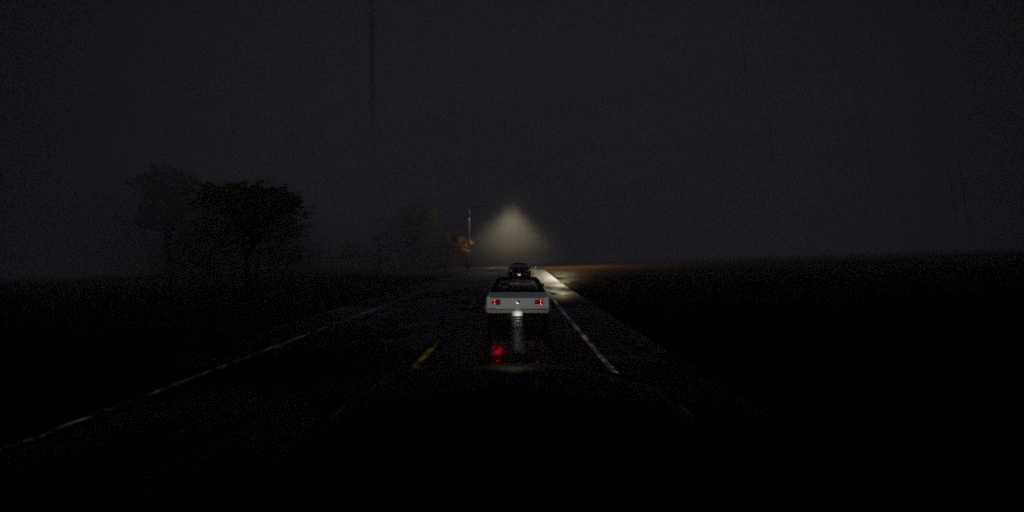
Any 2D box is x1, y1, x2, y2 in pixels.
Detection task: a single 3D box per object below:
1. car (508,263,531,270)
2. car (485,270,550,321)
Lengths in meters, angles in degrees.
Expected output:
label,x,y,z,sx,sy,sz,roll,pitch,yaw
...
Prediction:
label,x,y,z,sx,sy,sz,roll,pitch,yaw
car,0.632,1.271,30.067,1.812,1.442,4.674,0,0,2
car,0.193,1.351,12.421,1.895,1.301,4.718,0,0,1
